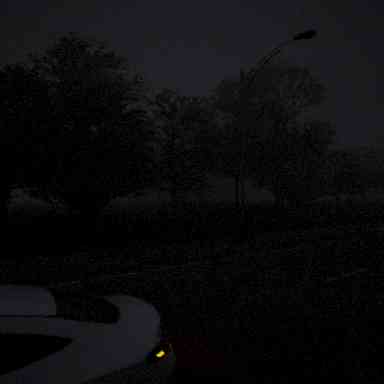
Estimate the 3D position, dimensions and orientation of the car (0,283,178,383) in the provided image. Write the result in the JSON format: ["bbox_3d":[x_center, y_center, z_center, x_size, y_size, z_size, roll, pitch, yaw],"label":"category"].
[{"bbox_3d":[-2.296,1.526,2.347,4.674,1.442,1.812,0,0,-35],"label":"car"}]
